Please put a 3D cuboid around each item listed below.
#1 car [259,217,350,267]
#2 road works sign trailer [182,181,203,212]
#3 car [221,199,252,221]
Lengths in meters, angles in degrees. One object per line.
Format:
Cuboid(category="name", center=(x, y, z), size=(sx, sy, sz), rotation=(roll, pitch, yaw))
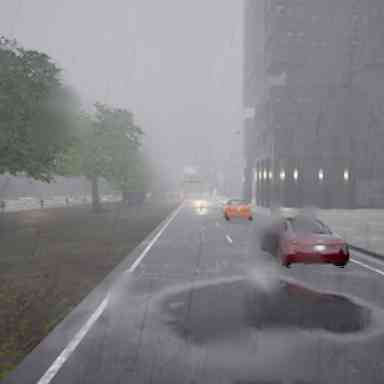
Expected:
Cuboid(category="car", center=(3.606, 1.551, 11.393), size=(1.994, 1.385, 4.181), rotation=(0, 0, 0))
Cuboid(category="road works sign trailer", center=(0.040, 0.497, 38.906), size=(2.380, 3.560, 2.880), rotation=(0, 0, 0))
Cuboid(category="car", center=(3.616, 1.353, 27.656), size=(2.097, 1.767, 4.553), rotation=(0, 0, 0))
